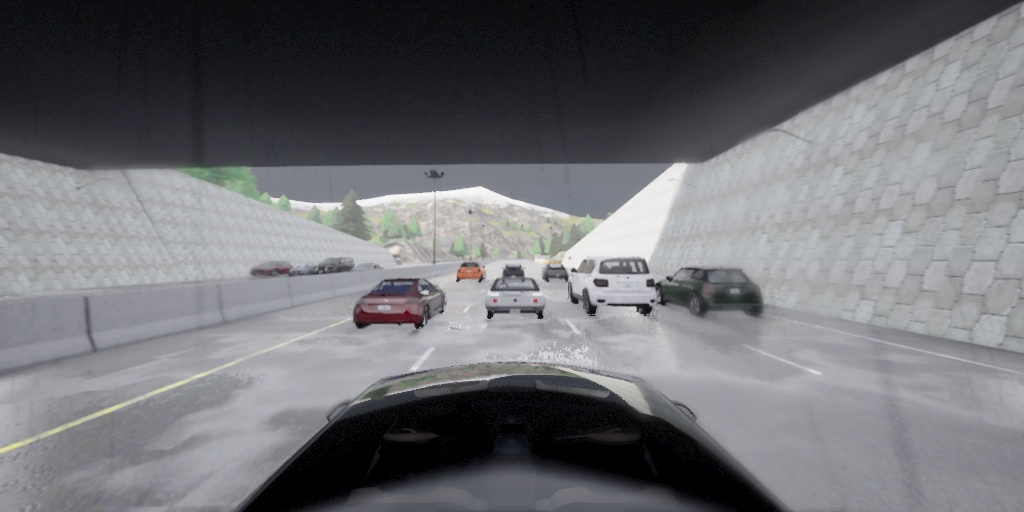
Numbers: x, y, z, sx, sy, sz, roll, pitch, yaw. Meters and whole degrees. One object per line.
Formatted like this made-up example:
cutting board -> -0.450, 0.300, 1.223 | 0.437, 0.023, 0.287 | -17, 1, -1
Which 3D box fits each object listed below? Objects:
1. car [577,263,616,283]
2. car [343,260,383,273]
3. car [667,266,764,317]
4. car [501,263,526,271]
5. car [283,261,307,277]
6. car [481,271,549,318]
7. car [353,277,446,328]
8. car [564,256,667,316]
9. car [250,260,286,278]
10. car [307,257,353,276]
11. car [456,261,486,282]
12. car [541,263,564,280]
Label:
car -> 7.121, 1.365, 30.713 | 2.128, 1.511, 4.902 | 0, 0, 0
car -> -14.069, 1.398, 34.784 | 1.837, 1.490, 4.892 | 0, -1, 0
car -> 7.104, 1.152, 13.548 | 2.097, 1.767, 4.553 | 0, 0, 0
car -> 0.121, 1.379, 30.786 | 1.837, 1.490, 4.892 | 0, 0, 0
car -> -21.063, 1.465, 37.083 | 1.994, 1.385, 4.181 | 0, 0, 0
car -> 0.104, 1.399, 13.119 | 1.895, 1.301, 4.718 | 0, 0, 0
car -> -3.397, 1.356, 11.555 | 1.994, 1.385, 4.181 | 0, 0, 0
car -> 3.604, 1.023, 13.810 | 2.150, 2.045, 5.566 | 0, 0, 0
car -> -24.561, 1.252, 36.971 | 2.097, 1.767, 4.553 | 0, 0, 0
car -> -17.569, 1.116, 35.751 | 2.150, 2.045, 5.566 | 0, 0, 0
car -> -3.379, 1.225, 30.454 | 2.097, 1.767, 4.553 | 0, 0, 0
car -> 3.621, 1.365, 30.720 | 2.128, 1.511, 4.902 | 0, 0, 0
